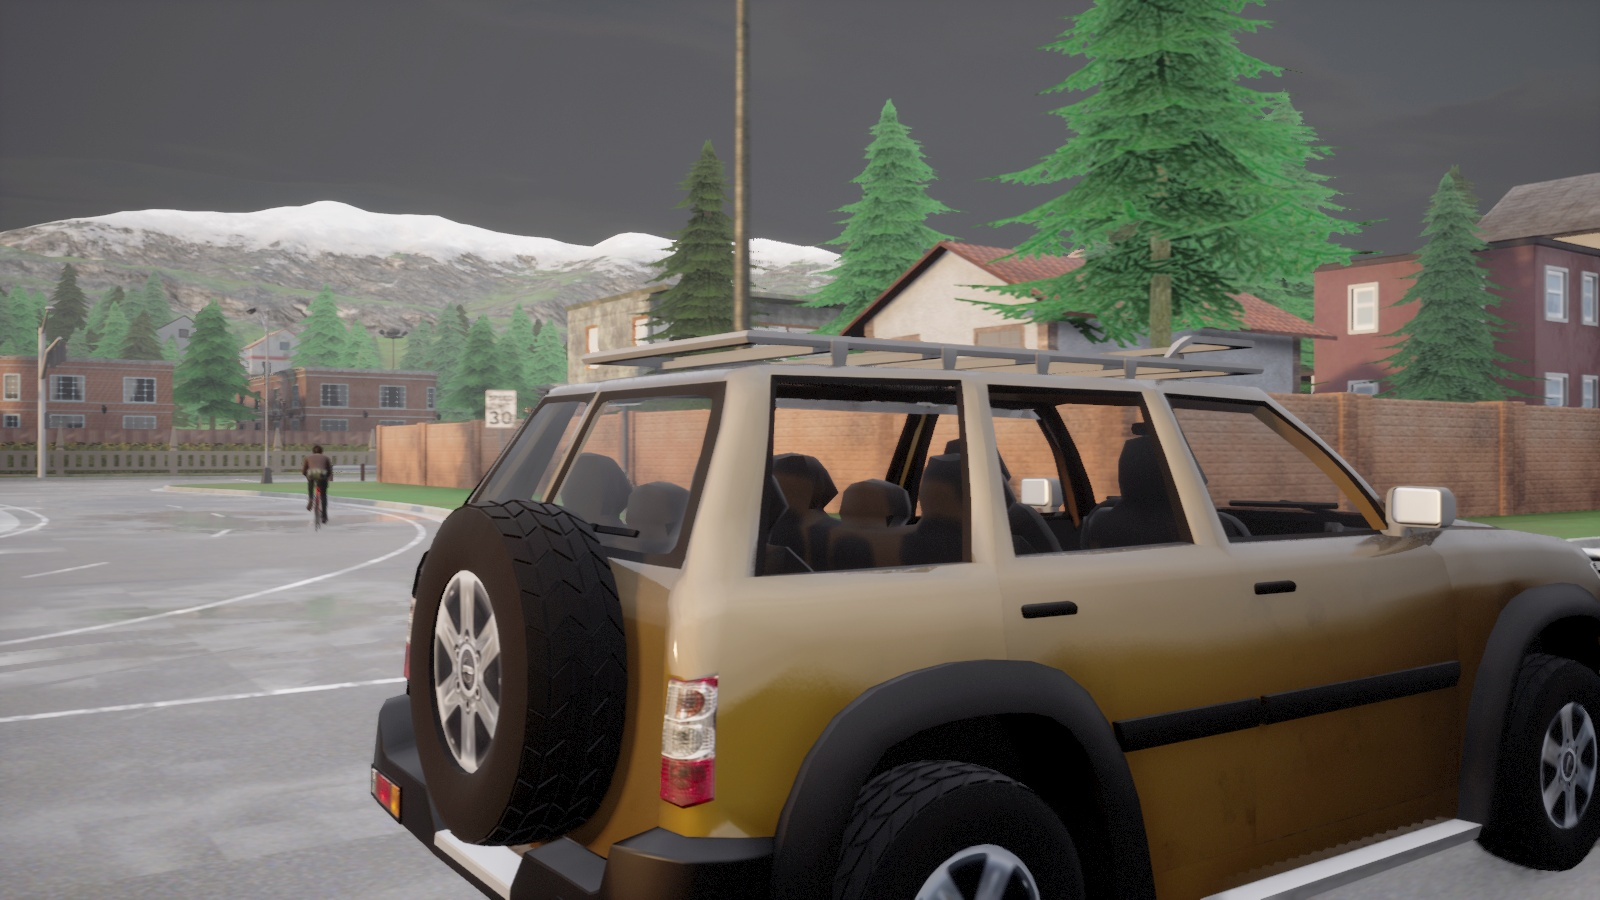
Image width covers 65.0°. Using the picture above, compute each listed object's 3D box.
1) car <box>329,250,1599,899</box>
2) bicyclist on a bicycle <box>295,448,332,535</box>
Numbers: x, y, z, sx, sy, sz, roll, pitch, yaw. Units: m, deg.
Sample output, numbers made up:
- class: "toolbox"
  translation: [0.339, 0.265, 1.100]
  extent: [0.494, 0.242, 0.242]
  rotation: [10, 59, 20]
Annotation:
- class: "car"
  translation: [1.003, 0.570, 4.358]
  extent: [4.605, 1.855, 1.932]
  rotation: [0, 0, -35]
- class: "bicyclist on a bicycle"
  translation: [-9.342, 0.777, 24.140]
  extent: [0.582, 1.620, 1.656]
  rotation: [-1, 0, -19]
